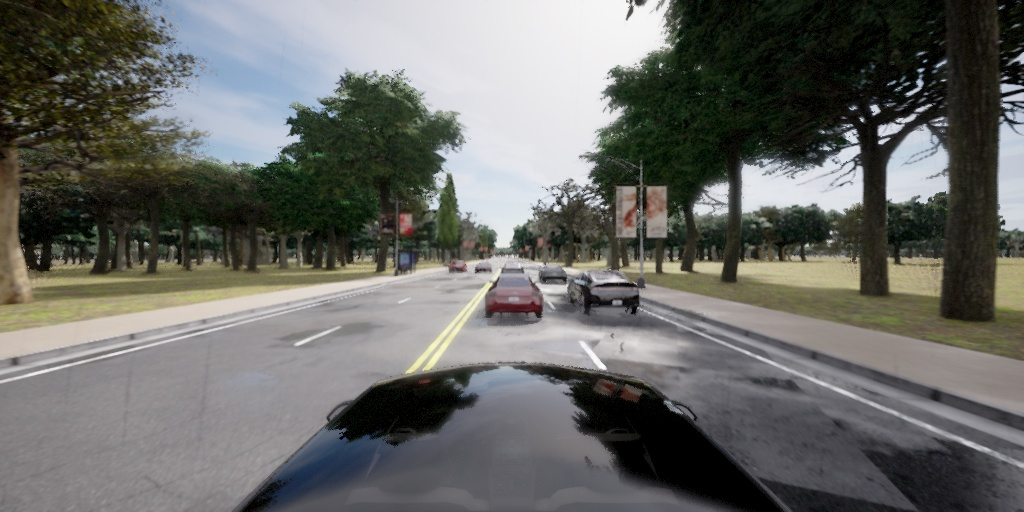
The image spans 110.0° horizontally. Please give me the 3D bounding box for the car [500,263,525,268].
[{"bbox_3d":[0.044,1.290,28.955,2.128,1.511,4.902,0,0,0],"label":"car"}]

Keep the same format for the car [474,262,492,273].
[{"bbox_3d":[-3.432,1.389,43.892,1.994,1.385,4.181,0,0,0],"label":"car"}]

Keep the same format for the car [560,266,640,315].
[{"bbox_3d":[3.324,1.263,13.724,2.128,1.511,4.902,0,0,0],"label":"car"}]

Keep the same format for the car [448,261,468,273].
[{"bbox_3d":[-6.684,1.304,44.660,1.882,1.535,5.008,0,0,0],"label":"car"}]

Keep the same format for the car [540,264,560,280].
[{"bbox_3d":[3.294,1.363,29.558,1.994,1.385,4.181,0,0,0],"label":"car"}]

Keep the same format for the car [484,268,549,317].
[{"bbox_3d":[0.073,1.335,13.313,1.994,1.385,4.181,0,0,0],"label":"car"}]
